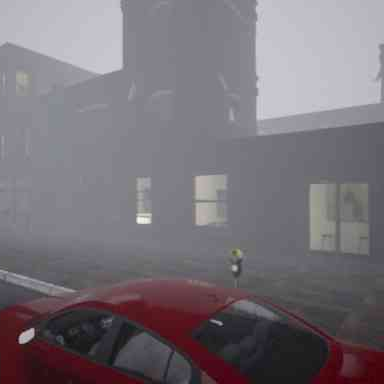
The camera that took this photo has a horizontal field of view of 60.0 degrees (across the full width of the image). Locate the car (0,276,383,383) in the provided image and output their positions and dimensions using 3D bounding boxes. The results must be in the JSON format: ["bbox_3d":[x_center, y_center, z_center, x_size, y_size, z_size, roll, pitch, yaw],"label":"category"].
[{"bbox_3d":[-0.460,1.542,3.221,4.507,1.381,1.887,0,0,36],"label":"car"}]
